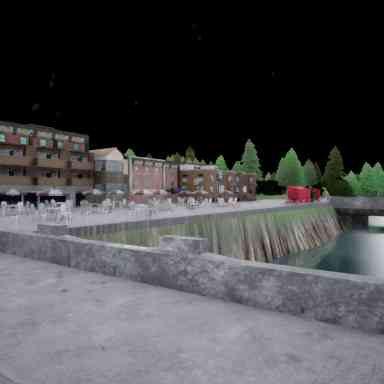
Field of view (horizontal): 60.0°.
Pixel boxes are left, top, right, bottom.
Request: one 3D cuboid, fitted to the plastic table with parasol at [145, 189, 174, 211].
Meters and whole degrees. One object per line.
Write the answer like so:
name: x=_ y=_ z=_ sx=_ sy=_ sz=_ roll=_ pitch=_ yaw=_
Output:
plastic table with parasol: x=-3.888 y=0.925 z=39.812 sx=2.482 sy=2.480 sz=2.482 roll=0 pitch=0 yaw=35
